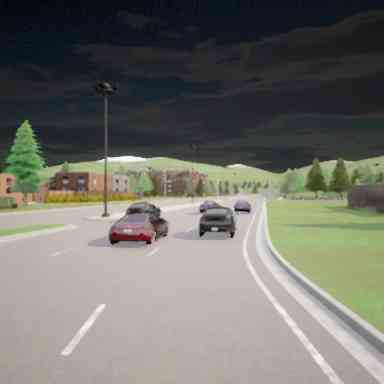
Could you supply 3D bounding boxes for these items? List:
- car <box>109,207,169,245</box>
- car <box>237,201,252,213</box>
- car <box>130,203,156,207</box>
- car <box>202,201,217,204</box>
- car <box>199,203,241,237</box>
[{"bbox_3d":[-2.415,1.639,16.134,1.994,1.385,4.181,0,0,9],"label":"car"},{"bbox_3d":[6.147,1.738,40.408,1.994,1.385,4.181,0,0,12],"label":"car"},{"bbox_3d":[-3.876,1.630,27.188,1.837,1.490,4.892,0,0,12],"label":"car"},{"bbox_3d":[2.054,1.715,38.106,2.033,1.411,5.357,0,0,12],"label":"car"},{"bbox_3d":[1.557,1.587,18.709,1.837,1.490,4.892,0,0,10],"label":"car"}]
